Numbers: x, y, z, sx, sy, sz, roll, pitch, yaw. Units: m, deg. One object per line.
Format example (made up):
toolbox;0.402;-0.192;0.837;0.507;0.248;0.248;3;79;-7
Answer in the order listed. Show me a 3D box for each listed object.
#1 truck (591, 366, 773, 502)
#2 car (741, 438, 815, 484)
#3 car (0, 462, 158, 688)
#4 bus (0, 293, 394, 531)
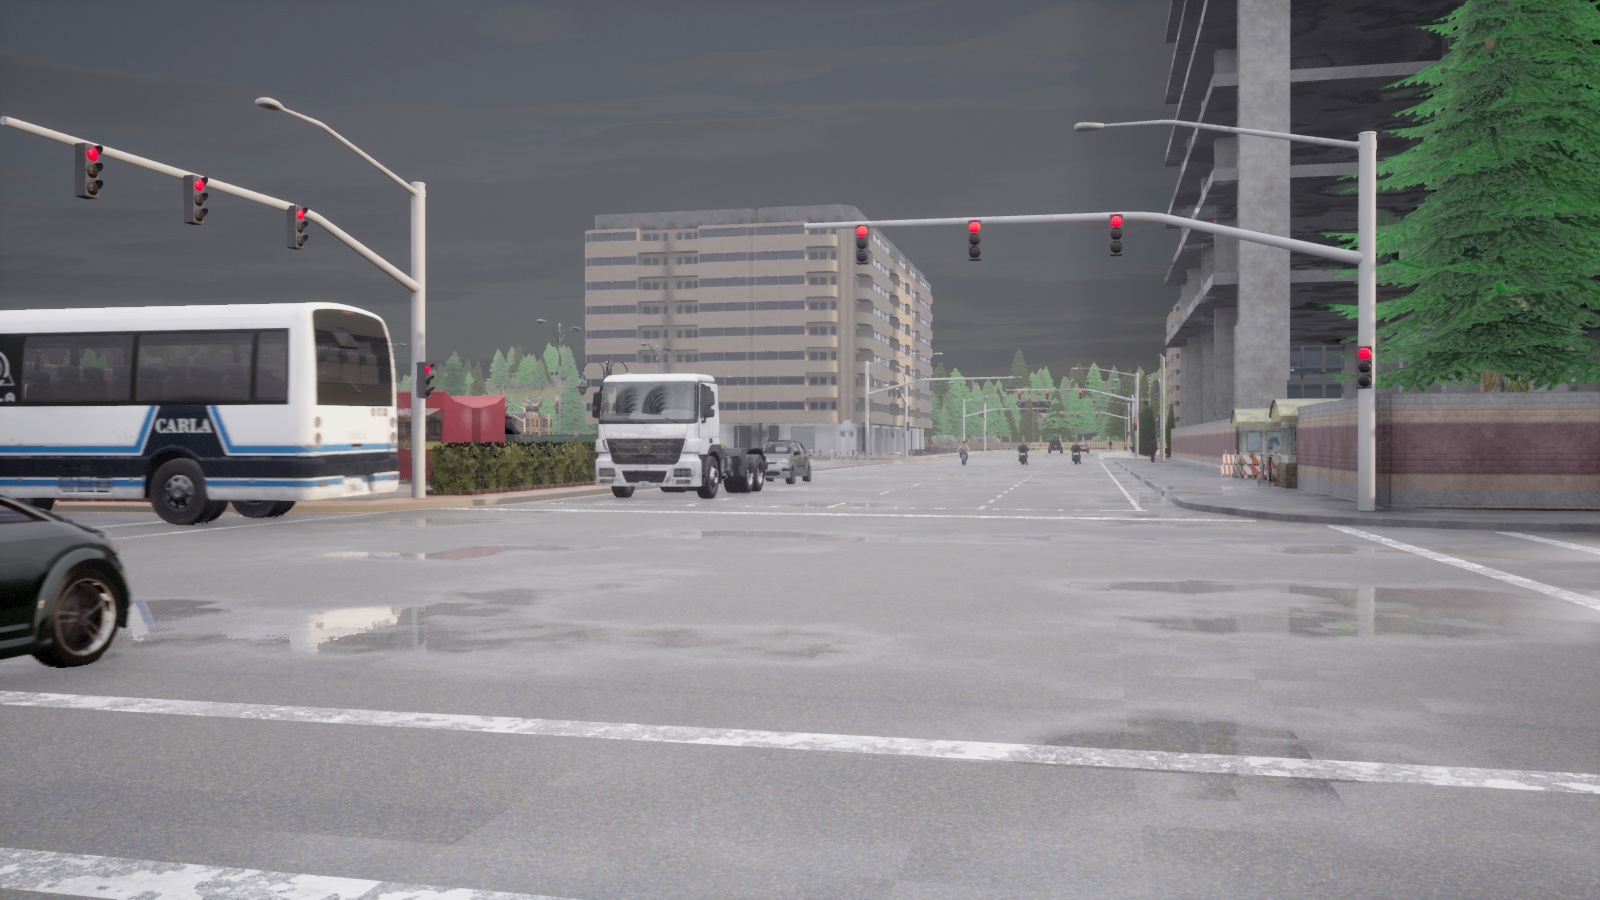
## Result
truck;-3.136;-0.445;36.217;2.891;3.462;7.936;0;1;13
car;-0.781;0.381;46.621;1.851;1.617;3.988;0;0;13
car;-6.070;0.775;7.282;1.994;1.385;4.181;0;0;12
bus;-13.942;-0.725;25.426;10.273;4.253;3.944;0;1;12
